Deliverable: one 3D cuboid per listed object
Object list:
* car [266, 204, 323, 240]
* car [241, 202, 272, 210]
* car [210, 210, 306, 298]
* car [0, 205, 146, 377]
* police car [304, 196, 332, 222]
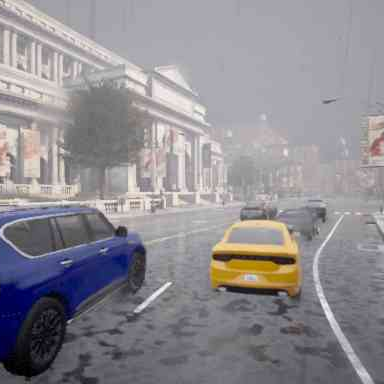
[{"bbox_3d":[5.444,1.570,17.370,1.994,1.385,4.181,0,0,26],"label":"car"},{"bbox_3d":[5.089,1.498,24.658,2.128,1.511,4.902,0,0,28],"label":"car"},{"bbox_3d":[1.794,1.480,8.738,1.882,1.535,5.008,0,0,16],"label":"car"},{"bbox_3d":[-2.573,1.224,5.834,2.150,2.045,5.566,0,0,10],"label":"car"},{"bbox_3d":[9.870,1.433,26.593,1.930,1.638,5.238,0,0,27],"label":"police car"}]
